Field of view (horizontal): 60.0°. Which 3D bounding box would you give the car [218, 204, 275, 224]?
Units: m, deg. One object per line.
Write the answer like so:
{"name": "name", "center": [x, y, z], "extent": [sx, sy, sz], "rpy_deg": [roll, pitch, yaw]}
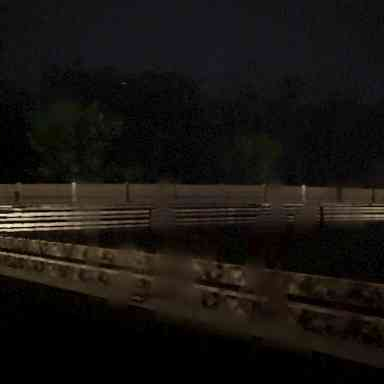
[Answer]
{"name": "car", "center": [4.058, 1.579, 24.514], "extent": [4.181, 1.385, 1.994], "rpy_deg": [0, 0, -17]}
